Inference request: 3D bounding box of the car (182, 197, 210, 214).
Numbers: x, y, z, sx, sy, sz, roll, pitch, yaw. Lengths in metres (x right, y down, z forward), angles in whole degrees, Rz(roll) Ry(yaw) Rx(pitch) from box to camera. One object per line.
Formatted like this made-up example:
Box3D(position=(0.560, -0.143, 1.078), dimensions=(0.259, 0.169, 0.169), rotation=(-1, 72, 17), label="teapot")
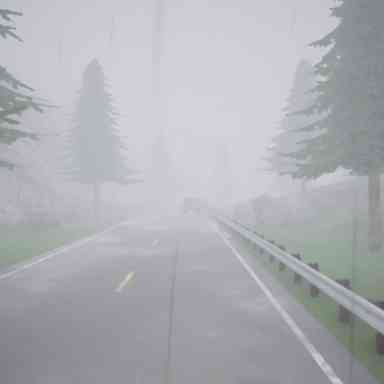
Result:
Box3D(position=(0.578, 1.687, 42.085), dimensions=(2.150, 2.045, 5.566), rotation=(0, 0, 20), label="car")
